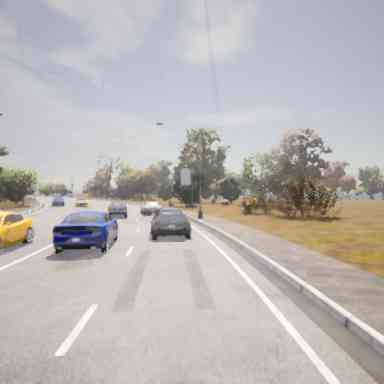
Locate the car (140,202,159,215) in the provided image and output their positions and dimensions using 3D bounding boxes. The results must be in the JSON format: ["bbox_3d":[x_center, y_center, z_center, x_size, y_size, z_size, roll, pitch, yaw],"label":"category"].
[{"bbox_3d":[-4.437,1.684,35.499,1.895,1.301,4.718,0,0,-14],"label":"car"}]

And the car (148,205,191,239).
[{"bbox_3d":[-1.181,1.604,17.728,1.994,1.385,4.181,0,0,-7],"label":"car"}]

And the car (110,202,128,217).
[{"bbox_3d":[-7.184,1.625,32.007,2.033,1.411,5.357,0,0,-13],"label":"car"}]

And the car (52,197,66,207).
[{"bbox_3d":[-22.076,1.609,55.123,1.882,1.535,5.008,0,0,-21],"label":"car"}]

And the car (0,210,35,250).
[{"bbox_3d":[-7.897,1.520,13.100,1.882,1.535,5.008,0,0,-6],"label":"car"}]

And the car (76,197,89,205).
[{"bbox_3d":[-17.396,1.604,52.751,1.882,1.535,5.008,0,0,-20],"label":"car"}]

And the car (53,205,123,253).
[{"bbox_3d":[-4.264,1.515,13.973,1.882,1.535,5.008,0,0,-6],"label":"car"}]
